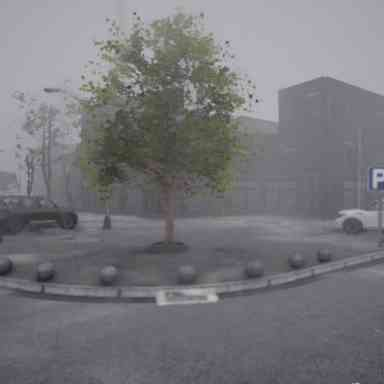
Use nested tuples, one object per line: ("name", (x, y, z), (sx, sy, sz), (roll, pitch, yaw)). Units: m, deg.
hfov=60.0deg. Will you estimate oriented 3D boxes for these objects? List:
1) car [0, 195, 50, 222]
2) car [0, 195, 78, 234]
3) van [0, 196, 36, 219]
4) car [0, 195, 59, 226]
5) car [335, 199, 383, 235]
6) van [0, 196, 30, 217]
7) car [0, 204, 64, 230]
("car", (-14.835, 1.301, 27.019), (2.435, 2.045, 5.566), (1, -1, 34))
("car", (-9.575, 1.278, 19.909), (2.435, 2.045, 5.566), (0, -1, 34))
("van", (-16.512, 1.337, 29.531), (1.878, 1.987, 4.442), (0, -1, 34))
("car", (-13.088, 1.293, 24.630), (2.435, 2.045, 5.566), (1, -1, 34))
("car", (10.955, 1.370, 18.372), (5.566, 2.045, 2.435), (-1, -1, 35))
("van", (-18.259, 1.345, 31.919), (1.878, 1.987, 4.442), (0, -1, 34))
("car", (-11.333, 1.566, 22.237), (2.163, 1.488, 4.792), (1, -1, 34))
